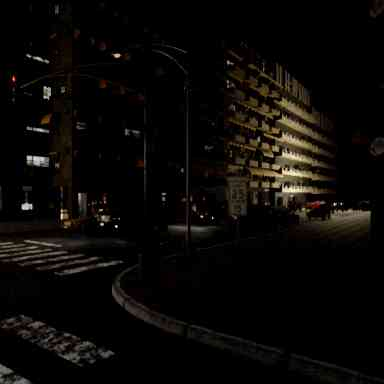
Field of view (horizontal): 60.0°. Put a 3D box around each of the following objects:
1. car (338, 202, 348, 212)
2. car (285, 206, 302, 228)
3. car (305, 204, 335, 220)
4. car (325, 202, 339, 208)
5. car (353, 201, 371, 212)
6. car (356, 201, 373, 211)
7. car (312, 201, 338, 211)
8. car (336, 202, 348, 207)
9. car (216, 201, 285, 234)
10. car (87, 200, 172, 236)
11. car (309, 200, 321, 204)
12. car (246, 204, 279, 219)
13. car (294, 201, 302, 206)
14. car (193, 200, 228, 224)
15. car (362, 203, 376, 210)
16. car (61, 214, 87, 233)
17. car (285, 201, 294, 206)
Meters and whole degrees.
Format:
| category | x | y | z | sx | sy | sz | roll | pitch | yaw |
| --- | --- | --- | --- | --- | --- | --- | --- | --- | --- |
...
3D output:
| category | x | y | z | sx | sy | sz | roll | pitch | yaw |
| --- | --- | --- | --- | --- | --- | --- | --- | --- | --- |
| car | 25.302 | 2.626 | 56.973 | 2.128 | 1.511 | 4.902 | 0 | -1 | 35 |
| car | 7.253 | 2.043 | 26.654 | 1.887 | 1.381 | 4.507 | -1 | -2 | 35 |
| car | 13.735 | 2.284 | 35.941 | 1.802 | 1.307 | 4.206 | -1 | -2 | 35 |
| car | 32.786 | 3.067 | 77.824 | 1.887 | 1.381 | 4.507 | -1 | -2 | 35 |
| car | 29.939 | 2.522 | 59.169 | 2.192 | 1.841 | 5.009 | -1 | -2 | 35 |
| car | 33.181 | 2.622 | 63.814 | 2.192 | 1.841 | 5.009 | -1 | -2 | 35 |
| car | 19.421 | 2.456 | 48.536 | 1.837 | 1.490 | 4.892 | 0 | -1 | 35 |
| car | 39.270 | 3.282 | 87.114 | 1.947 | 1.339 | 4.313 | -1 | -2 | 35 |
| car | 4.010 | 1.711 | 22.016 | 2.192 | 1.841 | 5.009 | -1 | -2 | 35 |
| car | -3.543 | 1.541 | 21.224 | 2.150 | 2.045 | 5.566 | 0 | -1 | 35 |
| car | 23.062 | 2.771 | 63.892 | 1.887 | 1.381 | 4.507 | -1 | -2 | 35 |
| car | 8.094 | 2.191 | 37.874 | 1.837 | 1.490 | 4.892 | 0 | -1 | 35 |
| car | 16.578 | 2.340 | 54.608 | 2.192 | 1.841 | 5.009 | -1 | -2 | 35 |
| car | 2.367 | 1.728 | 29.693 | 2.150 | 2.045 | 5.566 | 0 | -1 | 34 |
| car | 36.424 | 2.971 | 68.451 | 1.947 | 1.339 | 4.313 | -1 | -2 | 35 |
| car | -6.208 | 1.834 | 21.952 | 1.752 | 1.417 | 4.829 | -1 | -2 | 35 |
| car | 13.240 | 2.446 | 49.819 | 1.752 | 1.417 | 4.829 | -1 | -2 | 35 |
